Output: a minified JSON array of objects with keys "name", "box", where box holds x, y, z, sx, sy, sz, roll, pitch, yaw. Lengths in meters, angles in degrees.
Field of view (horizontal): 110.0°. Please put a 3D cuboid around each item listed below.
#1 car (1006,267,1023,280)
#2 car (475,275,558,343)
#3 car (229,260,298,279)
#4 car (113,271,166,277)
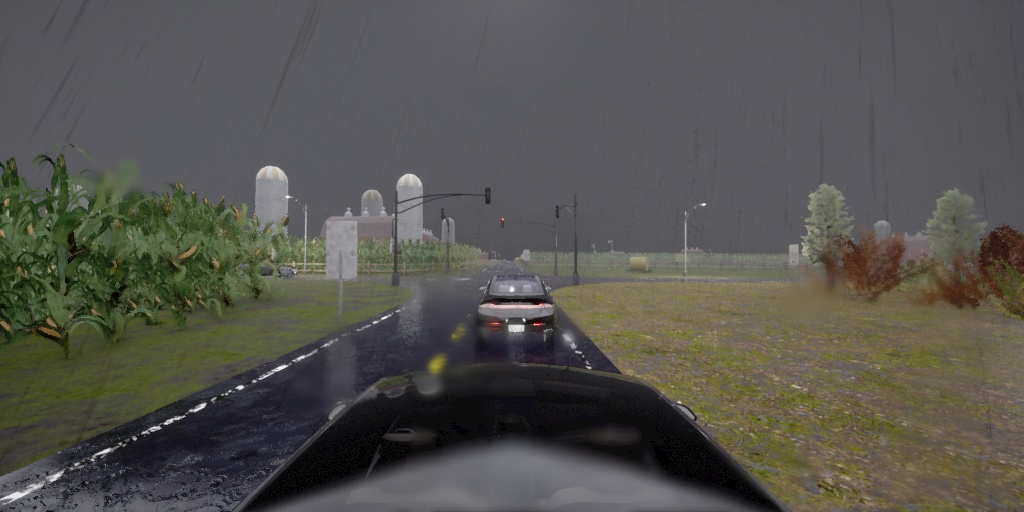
[{"name":"car","box":[48.659,1.720,33.524,4.674,1.442,1.812,1,-1,-5]},{"name":"car","box":[0.099,1.245,9.660,2.128,1.511,4.902,0,0,0]},{"name":"car","box":[-19.947,1.059,28.811,4.902,1.511,2.128,0,-1,-4]},{"name":"car","box":[-30.471,1.031,28.225,5.357,1.411,2.033,0,-1,-3]}]
